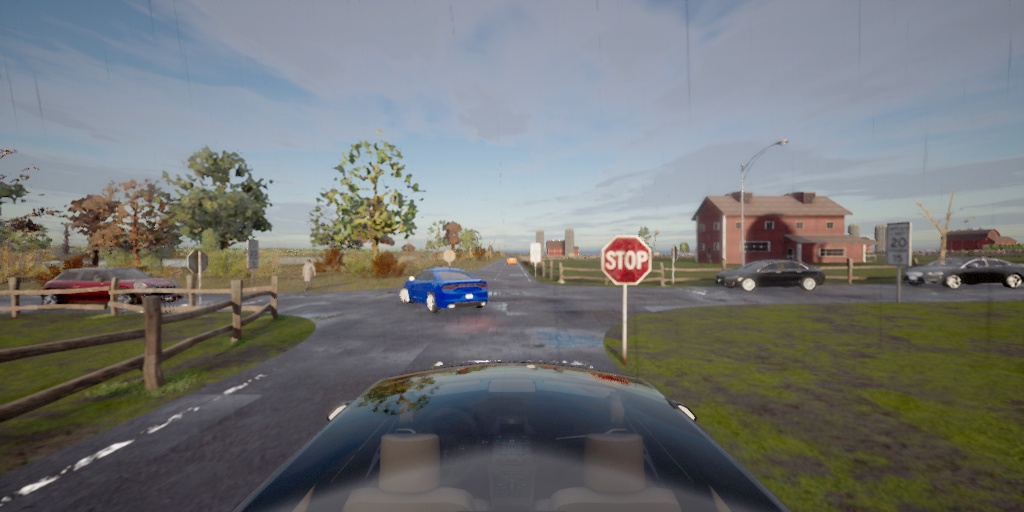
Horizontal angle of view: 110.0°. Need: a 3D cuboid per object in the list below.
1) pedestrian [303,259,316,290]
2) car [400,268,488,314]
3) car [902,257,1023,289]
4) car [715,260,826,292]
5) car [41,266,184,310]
[{"bbox_3d":[-12.157,1.084,21.433,0.375,1.860,0.375,0,2,0],"label":"pedestrian"},{"bbox_3d":[-2.775,1.207,13.973,1.882,1.535,5.008,0,0,-33],"label":"car"},{"bbox_3d":[22.756,0.814,18.133,4.902,1.511,2.128,-1,1,0],"label":"car"},{"bbox_3d":[13.002,0.969,18.251,4.892,1.490,1.837,-1,1,2],"label":"car"},{"bbox_3d":[-17.085,1.275,15.518,4.553,1.767,2.097,-1,1,1],"label":"car"}]
